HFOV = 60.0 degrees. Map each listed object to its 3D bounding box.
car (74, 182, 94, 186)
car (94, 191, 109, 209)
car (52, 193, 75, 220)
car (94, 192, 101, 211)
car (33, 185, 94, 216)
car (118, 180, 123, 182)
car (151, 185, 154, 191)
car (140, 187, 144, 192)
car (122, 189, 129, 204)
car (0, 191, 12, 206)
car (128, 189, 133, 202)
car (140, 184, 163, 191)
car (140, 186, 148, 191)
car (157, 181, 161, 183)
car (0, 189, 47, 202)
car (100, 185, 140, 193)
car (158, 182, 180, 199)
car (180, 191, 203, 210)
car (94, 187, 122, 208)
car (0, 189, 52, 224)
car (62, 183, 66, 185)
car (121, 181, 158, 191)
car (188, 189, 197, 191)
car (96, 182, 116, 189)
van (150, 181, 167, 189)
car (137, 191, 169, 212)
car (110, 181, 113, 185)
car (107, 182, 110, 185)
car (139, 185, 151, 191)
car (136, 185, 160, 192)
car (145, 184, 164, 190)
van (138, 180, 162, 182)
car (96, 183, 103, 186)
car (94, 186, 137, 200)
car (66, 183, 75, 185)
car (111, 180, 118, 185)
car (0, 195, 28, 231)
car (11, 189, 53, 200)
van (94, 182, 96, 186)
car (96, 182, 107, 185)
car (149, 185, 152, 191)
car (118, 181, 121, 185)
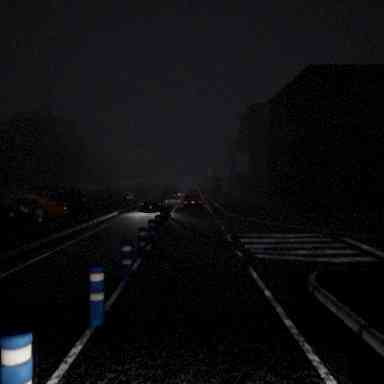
[{"bbox_3d":[-22.645,-0.645,64.472,5.566,2.045,2.435,0,3,1],"label":"car"},{"bbox_3d":[-9.888,0.931,28.202,4.792,1.488,2.163,0,1,1],"label":"car"},{"bbox_3d":[-9.987,0.980,19.840,5.008,1.535,2.097,0,0,1],"label":"car"},{"bbox_3d":[-9.936,0.939,25.423,4.892,1.521,2.231,0,1,1],"label":"car"},{"bbox_3d":[-9.996,0.712,22.632,5.566,2.045,2.435,0,0,1],"label":"car"},{"bbox_3d":[-22.418,-1.786,92.298,5.008,1.535,2.097,0,3,1],"label":"car"},{"bbox_3d":[-9.641,-0.070,58.849,4.674,1.452,2.002,0,3,1],"label":"car"},{"bbox_3d":[-9.746,0.416,47.708,4.674,1.452,2.002,0,2,1],"label":"car"},{"bbox_3d":[-9.813,0.757,36.570,4.792,1.488,2.163,0,1,1],"label":"car"},{"bbox_3d":[-22.916,0.720,36.635,4.892,1.521,2.231,0,1,1],"label":"car"},{"bbox_3d":[-9.847,0.682,39.357,4.792,1.488,2.163,0,2,1],"label":"car"},{"bbox_3d":[-9.474,-1.077,78.305,5.008,1.535,2.097,0,3,1],"label":"car"},{"bbox_3d":[-9.712,0.266,50.494,5.008,1.535,2.097,0,2,0],"label":"car"},{"bbox_3d":[-9.513,-0.781,69.834,4.553,1.767,2.185,0,3,1],"label":"car"},{"bbox_3d":[-22.663,0.470,44.864,5.366,1.575,1.946,0,2,1],"label":"car"},{"bbox_3d":[-9.799,0.351,44.917,4.553,1.767,2.185,0,2,1],"label":"car"},{"bbox_3d":[-3.328,-0.020,49.574,2.150,2.045,5.566,0,2,0],"label":"car"},{"bbox_3d":[0.090,0.878,31.285,2.033,1.411,5.357,0,1,0],"label":"car"},{"bbox_3d":[-9.836,0.668,33.780,4.553,1.767,2.185,0,1,1],"label":"car"},{"bbox_3d":[-10.048,0.862,17.061,4.553,1.767,2.185,0,0,1],"label":"car"},{"bbox_3d":[-22.827,0.012,50.431,5.566,2.045,2.435,0,2,1],"label":"car"},{"bbox_3d":[-9.647,-0.499,61.614,5.566,2.045,2.435,0,3,1],"label":"car"},{"bbox_3d":[0.088,0.329,48.927,2.033,1.411,5.357,0,2,0],"label":"car"},{"bbox_3d":[-22.442,-1.630,86.729,4.553,1.767,2.185,0,3,1],"label":"car"},{"bbox_3d":[-9.227,-1.999,92.129,4.442,1.987,1.878,0,3,0],"label":"van"},{"bbox_3d":[-3.357,0.907,29.280,1.812,1.442,4.674,0,1,0],"label":"car"},{"bbox_3d":[-22.552,-1.195,81.173,4.792,1.488,2.163,0,3,1],"label":"car"},{"bbox_3d":[-22.555,-1.084,78.392,4.892,1.521,2.231,0,3,1],"label":"car"},{"bbox_3d":[-9.688,0.149,53.280,5.008,1.535,2.097,0,3,1],"label":"car"},{"bbox_3d":[-9.525,-0.798,72.745,4.892,1.521,2.231,0,3,1],"label":"car"},{"bbox_3d":[-9.421,-1.315,83.867,4.674,1.452,2.002,0,3,1],"label":"car"},{"bbox_3d":[-9.610,-1.164,75.515,4.442,1.987,1.878,0,3,1],"label":"van"},{"bbox_3d":[-22.601,-0.767,72.831,4.674,1.452,2.002,0,3,1],"label":"car"},{"bbox_3d":[-9.824,0.444,42.139,4.553,1.767,2.185,0,2,1],"label":"car"},{"bbox_3d":[-22.780,-0.104,56.011,4.553,1.767,2.185,0,3,1],"label":"car"},{"bbox_3d":[-22.470,-1.615,83.943,5.566,2.045,2.435,0,3,1],"label":"car"},{"bbox_3d":[-10.071,1.017,14.275,4.792,1.488,2.163,0,0,1],"label":"car"},{"bbox_3d":[-22.829,0.372,47.654,5.008,1.535,2.097,0,2,1],"label":"car"},{"bbox_3d":[-22.532,-0.757,67.254,4.442,1.987,1.878,0,3,1],"label":"van"},{"bbox_3d":[-22.579,-0.946,75.611,5.008,1.535,2.097,0,3,1],"label":"car"},{"bbox_3d":[-9.639,0.053,56.066,4.792,1.488,2.163,0,3,1],"label":"car"},{"bbox_3d":[-22.451,-1.605,89.520,4.674,1.452,2.002,0,3,1],"label":"car"}]
